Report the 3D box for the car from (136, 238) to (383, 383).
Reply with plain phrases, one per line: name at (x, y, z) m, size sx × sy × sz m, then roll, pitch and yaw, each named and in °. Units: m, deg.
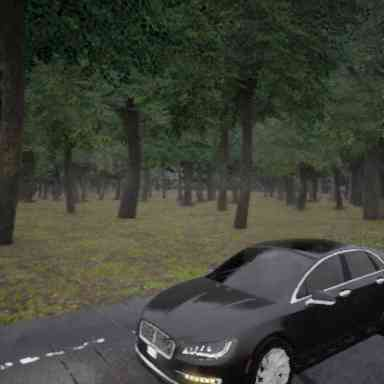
car at (1.535, 1.532, 5.089) m, size 4.892 × 1.490 × 1.837 m, roll 0°, pitch 0°, yaw -36°
